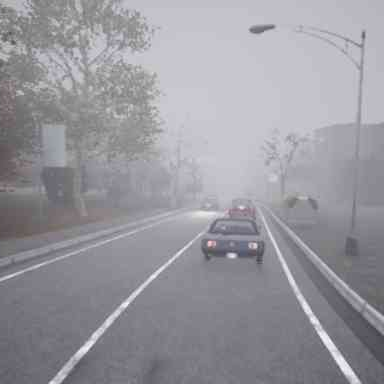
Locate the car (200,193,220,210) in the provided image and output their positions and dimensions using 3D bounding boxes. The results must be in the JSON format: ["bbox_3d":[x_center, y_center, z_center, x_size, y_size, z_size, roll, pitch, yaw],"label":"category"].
[{"bbox_3d":[2.095,1.248,37.286,2.128,1.511,4.902,1,0,10],"label":"car"}]

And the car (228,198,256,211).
[{"bbox_3d":[4.112,1.233,27.206,2.097,1.767,4.553,1,0,10],"label":"car"}]

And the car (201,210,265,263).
[{"bbox_3d":[1.525,1.560,11.910,1.895,1.301,4.718,1,0,9],"label":"car"}]
